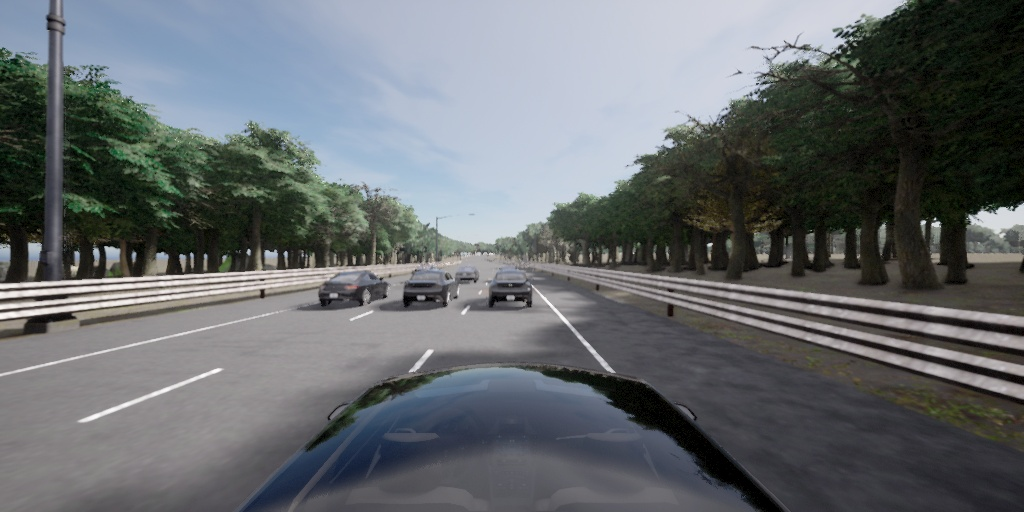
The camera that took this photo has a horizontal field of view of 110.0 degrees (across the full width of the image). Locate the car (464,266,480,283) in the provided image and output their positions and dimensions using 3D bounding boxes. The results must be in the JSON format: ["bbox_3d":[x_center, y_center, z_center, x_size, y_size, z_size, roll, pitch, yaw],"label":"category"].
[{"bbox_3d":[-3.837,1.570,31.168,2.033,1.411,5.357,0,-1,-1],"label":"car"}]

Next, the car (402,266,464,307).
[{"bbox_3d":[-3.576,1.395,16.422,1.837,1.490,4.892,0,0,-1],"label":"car"}]

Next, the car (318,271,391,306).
[{"bbox_3d":[-7.077,1.413,16.478,1.812,1.442,4.674,0,0,-1],"label":"car"}]

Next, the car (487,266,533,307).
[{"bbox_3d":[-0.076,1.394,16.452,1.837,1.490,4.892,0,0,-1],"label":"car"}]
